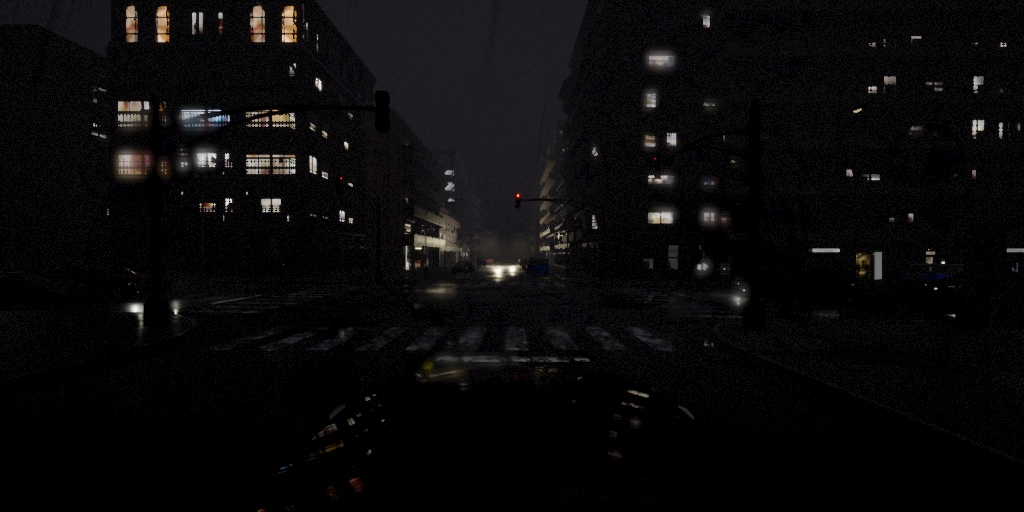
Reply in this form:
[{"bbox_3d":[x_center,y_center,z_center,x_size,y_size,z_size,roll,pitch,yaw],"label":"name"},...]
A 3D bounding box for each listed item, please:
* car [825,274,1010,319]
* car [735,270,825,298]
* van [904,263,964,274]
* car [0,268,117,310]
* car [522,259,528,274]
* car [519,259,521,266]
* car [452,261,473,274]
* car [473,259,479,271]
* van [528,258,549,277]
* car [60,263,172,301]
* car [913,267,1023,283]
[{"bbox_3d":[14.697,1.498,13.200,4.507,1.381,1.888,0,0,0],"label":"car"},{"bbox_3d":[14.956,1.453,18.993,5.357,1.411,2.033,1,0,0],"label":"car"},{"bbox_3d":[26.071,1.343,21.563,3.998,1.789,1.690,0,0,0],"label":"van"},{"bbox_3d":[-17.756,1.215,13.219,4.207,1.307,1.802,0,0,0],"label":"car"},{"bbox_3d":[2.680,1.091,41.457,2.192,1.841,5.009,0,0,0],"label":"car"},{"bbox_3d":[2.617,1.252,58.018,1.967,1.591,4.097,0,0,0],"label":"car"},{"bbox_3d":[-5.886,1.358,41.497,1.802,1.307,4.207,0,0,0],"label":"car"},{"bbox_3d":[-5.894,1.352,47.018,1.948,1.339,4.313,0,0,0],"label":"car"},{"bbox_3d":[2.776,1.109,35.961,1.690,1.789,3.998,0,0,0],"label":"van"},{"bbox_3d":[-18.007,1.086,15.801,5.008,1.535,1.882,1,0,0],"label":"car"},{"bbox_3d":[24.866,1.516,18.987,4.892,1.490,1.837,1,0,0],"label":"car"}]
